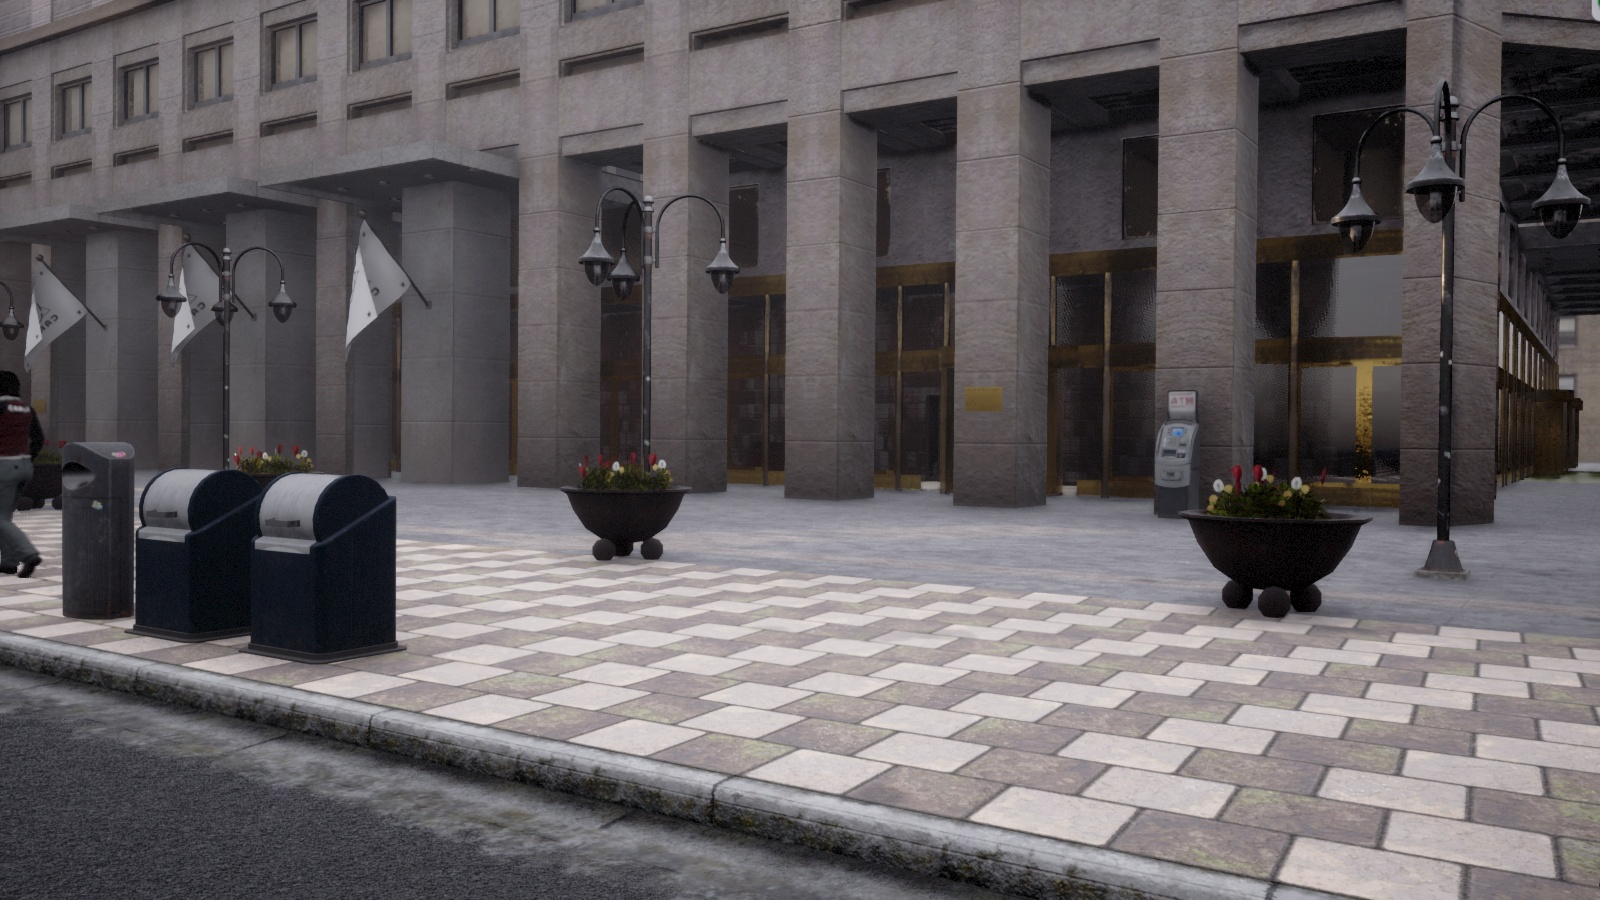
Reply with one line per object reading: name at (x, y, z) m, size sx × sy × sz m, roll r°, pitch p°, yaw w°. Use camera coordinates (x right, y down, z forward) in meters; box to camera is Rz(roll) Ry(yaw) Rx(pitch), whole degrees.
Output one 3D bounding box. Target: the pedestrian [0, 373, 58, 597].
pedestrian at (-7.013, 0.300, 11.085) m, size 0.666 × 1.930 × 0.402 m, roll 0°, pitch 1°, yaw 11°
